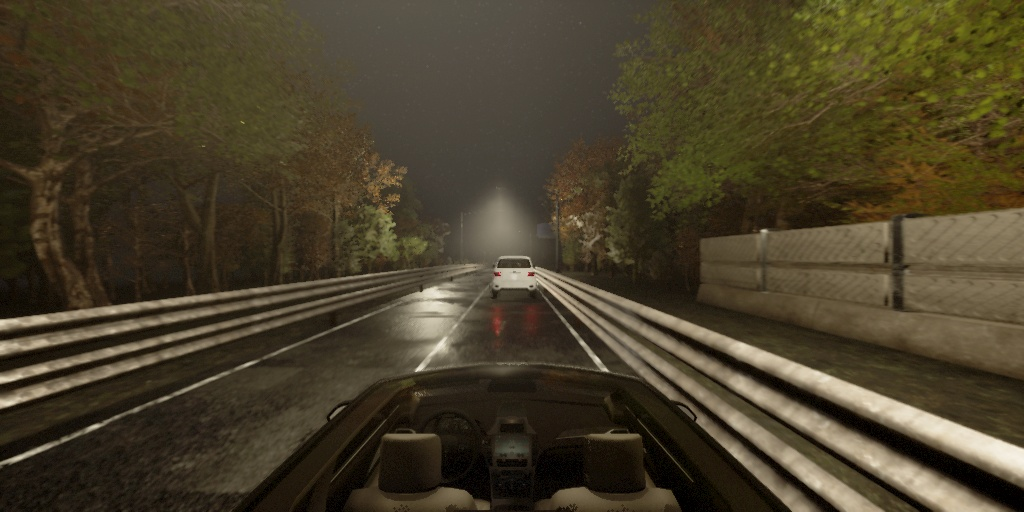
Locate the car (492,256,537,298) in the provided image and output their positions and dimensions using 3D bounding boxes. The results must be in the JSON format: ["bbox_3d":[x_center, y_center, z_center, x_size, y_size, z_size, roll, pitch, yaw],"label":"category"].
[{"bbox_3d":[0.099,1.029,19.079,2.150,2.045,5.566,0,0,0],"label":"car"}]
